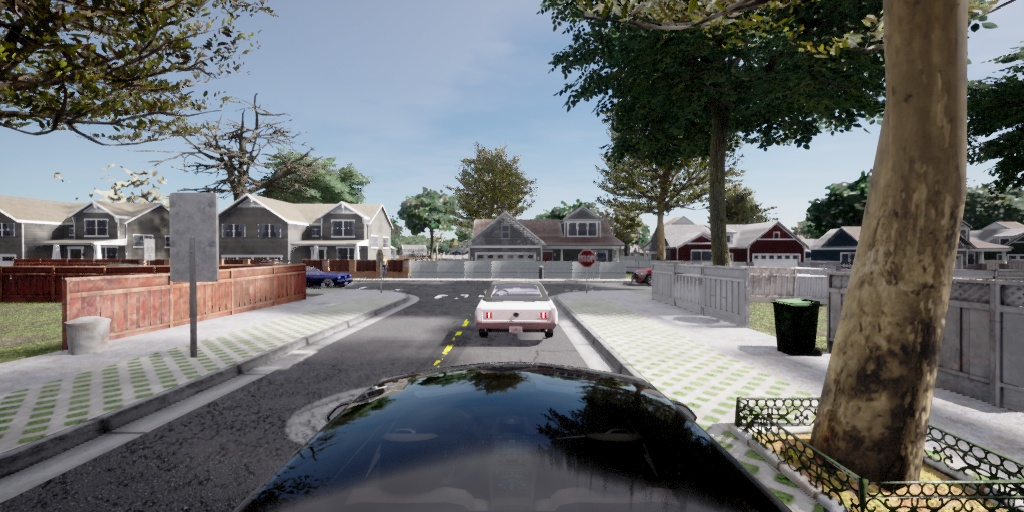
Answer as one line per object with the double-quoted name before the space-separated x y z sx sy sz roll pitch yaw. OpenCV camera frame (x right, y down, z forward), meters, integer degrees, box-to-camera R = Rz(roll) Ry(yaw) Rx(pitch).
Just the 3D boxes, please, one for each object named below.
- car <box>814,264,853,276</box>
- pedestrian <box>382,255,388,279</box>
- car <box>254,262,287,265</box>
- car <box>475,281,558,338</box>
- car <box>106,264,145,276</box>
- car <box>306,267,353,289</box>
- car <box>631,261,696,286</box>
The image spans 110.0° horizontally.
"car" 22.219 1.315 24.865 4.902 1.511 2.128 0 1 0
"pedestrian" -9.767 0.809 27.451 0.375 1.860 0.375 0 0 -1
"car" -16.907 1.159 24.476 4.902 1.511 2.128 0 1 -1
"car" 0.123 1.349 10.220 1.895 1.301 4.718 0 0 1
"car" -22.873 1.200 21.463 4.674 1.442 1.812 0 1 0
"car" -12.204 1.318 21.570 4.718 1.301 1.895 0 1 -1
"car" 10.671 1.133 24.750 4.553 1.767 2.097 0 1 -1
